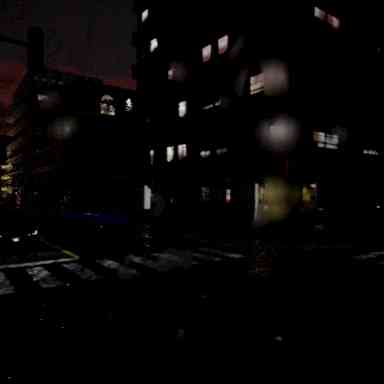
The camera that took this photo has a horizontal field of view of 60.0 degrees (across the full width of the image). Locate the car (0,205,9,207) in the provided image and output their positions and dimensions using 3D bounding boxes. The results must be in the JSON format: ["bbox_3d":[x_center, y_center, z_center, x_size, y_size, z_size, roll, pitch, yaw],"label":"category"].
[{"bbox_3d":[-13.607,1.788,22.270,1.895,1.301,4.718,0,-1,-36],"label":"car"}]

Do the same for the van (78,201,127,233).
[{"bbox_3d":[-5.606,1.511,21.095,1.690,1.788,3.998,-1,0,-36],"label":"van"}]

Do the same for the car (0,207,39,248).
[{"bbox_3d":[-8.160,1.617,14.811,1.837,1.490,4.892,0,-1,-35],"label":"car"}]

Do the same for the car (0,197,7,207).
[{"bbox_3d":[-38.216,1.955,65.862,2.192,1.841,5.009,-1,0,-36],"label":"car"}]

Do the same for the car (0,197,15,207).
[{"bbox_3d":[-31.693,1.983,56.910,1.967,1.590,4.097,-1,0,-36],"label":"car"}]

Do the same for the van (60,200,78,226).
[{"bbox_3d":[-8.867,1.557,25.572,1.690,1.788,3.998,-1,0,-36],"label":"van"}]
